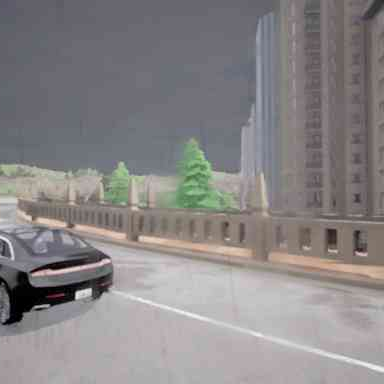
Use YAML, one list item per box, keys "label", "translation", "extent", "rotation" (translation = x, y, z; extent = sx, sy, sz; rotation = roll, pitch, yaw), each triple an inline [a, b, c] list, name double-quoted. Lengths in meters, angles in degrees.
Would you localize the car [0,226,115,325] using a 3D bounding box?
- label: "car"
  translation: [-3.671, 1.504, 7.198]
  extent: [4.902, 1.511, 2.128]
  rotation: [0, 0, 41]
